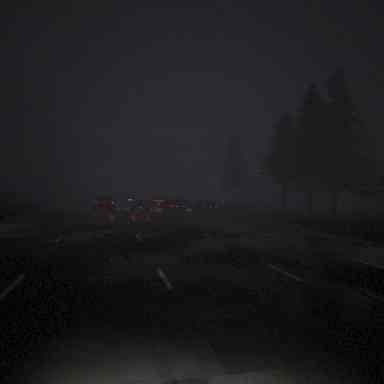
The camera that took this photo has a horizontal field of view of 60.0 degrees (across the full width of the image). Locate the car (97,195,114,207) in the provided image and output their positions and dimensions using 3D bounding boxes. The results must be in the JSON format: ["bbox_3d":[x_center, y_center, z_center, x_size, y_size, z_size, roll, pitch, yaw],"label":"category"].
[{"bbox_3d":[-11.589,1.179,44.501,2.033,1.411,5.357,2,0,-14],"label":"car"}]

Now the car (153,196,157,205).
[{"bbox_3d":[-4.929,1.315,46.721,1.837,1.490,4.892,2,1,-14],"label":"car"}]

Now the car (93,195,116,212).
[{"bbox_3d":[-8.983,1.067,34.207,2.097,1.767,4.553,2,0,-14],"label":"car"}]

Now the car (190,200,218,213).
[{"bbox_3d":[1.306,1.537,36.315,2.033,1.411,5.357,2,0,-14],"label":"car"}]

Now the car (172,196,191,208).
[{"bbox_3d":[-1.580,1.423,47.752,1.812,1.442,4.674,2,0,-14],"label":"car"}]

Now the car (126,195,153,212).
[{"bbox_3d":[-5.562,1.332,34.936,1.812,1.442,4.674,2,0,-14],"label":"car"}]

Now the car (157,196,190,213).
[{"bbox_3d":[-2.085,1.447,35.454,2.033,1.411,5.357,2,0,-14],"label":"car"}]

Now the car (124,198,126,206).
[{"bbox_3d":[-8.320,1.211,45.865,2.128,1.511,4.902,2,0,-14],"label":"car"}]
